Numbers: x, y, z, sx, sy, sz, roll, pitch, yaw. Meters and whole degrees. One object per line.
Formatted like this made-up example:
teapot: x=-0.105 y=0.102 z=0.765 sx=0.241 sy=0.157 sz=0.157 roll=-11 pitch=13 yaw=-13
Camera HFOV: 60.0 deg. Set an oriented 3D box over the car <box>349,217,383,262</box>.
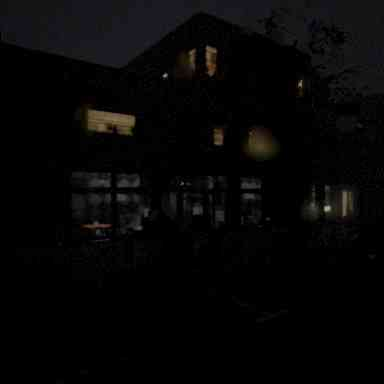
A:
car: x=7.353 y=1.568 z=11.814 sx=4.097 sy=1.590 sz=1.967 roll=1 pitch=-1 yaw=-36
